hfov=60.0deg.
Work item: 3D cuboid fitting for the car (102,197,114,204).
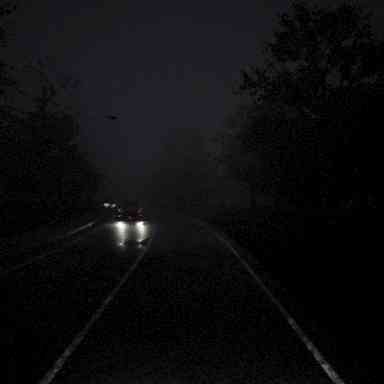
[{"bbox_3d":[-16.928,1.675,67.306,1.895,1.301,4.718,2,-1,-24],"label":"car"}]

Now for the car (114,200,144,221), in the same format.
[{"bbox_3d":[-5.150,1.454,28.191,2.097,1.767,4.553,1,0,-8],"label":"car"}]
